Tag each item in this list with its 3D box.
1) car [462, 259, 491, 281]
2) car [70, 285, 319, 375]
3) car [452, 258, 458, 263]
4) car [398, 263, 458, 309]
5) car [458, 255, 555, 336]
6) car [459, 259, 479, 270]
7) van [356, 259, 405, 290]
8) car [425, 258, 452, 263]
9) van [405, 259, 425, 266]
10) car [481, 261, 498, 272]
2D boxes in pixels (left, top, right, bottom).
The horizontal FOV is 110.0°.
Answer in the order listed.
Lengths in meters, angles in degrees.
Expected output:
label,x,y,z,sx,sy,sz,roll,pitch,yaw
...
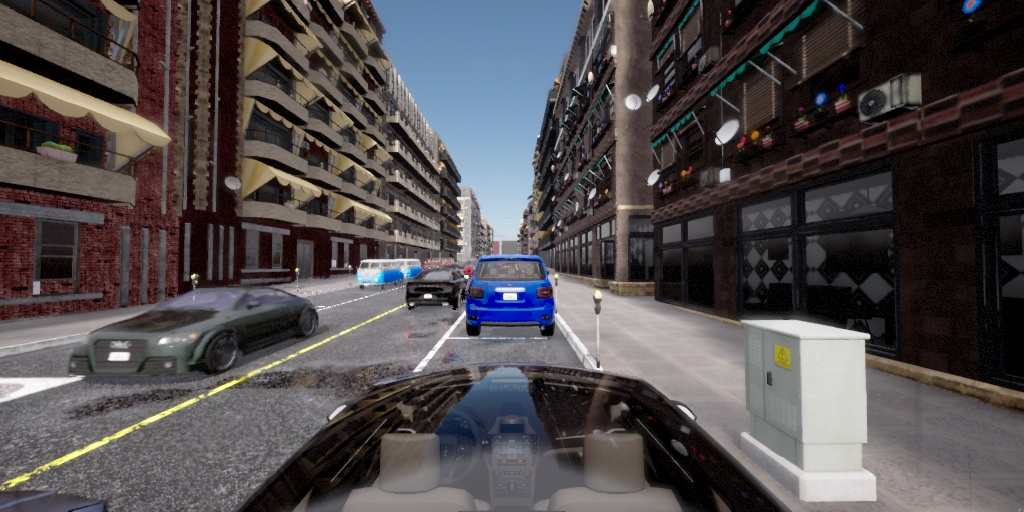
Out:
label,x,y,z,sx,sy,sz,roll,pitch,yaw
car,-3.022,1.135,31.637,2.097,1.767,4.553,0,0,0
car,-5.871,1.317,7.354,1.994,1.385,4.181,0,0,0
car,-8.338,1.128,44.724,2.192,1.841,5.009,0,0,0
car,-2.921,1.236,14.940,1.882,1.535,5.008,0,0,0
car,-0.040,0.983,10.533,2.150,2.045,5.566,0,0,0
car,-5.774,1.081,48.652,2.033,1.411,5.357,0,0,0
van,-8.336,1.108,22.602,1.690,1.789,3.998,0,0,0
car,-8.337,1.115,39.194,2.192,1.841,5.009,0,0,0
van,-8.337,1.118,28.134,1.690,1.789,3.998,0,0,0
car,-2.923,1.368,47.761,2.033,1.411,5.357,0,0,0
